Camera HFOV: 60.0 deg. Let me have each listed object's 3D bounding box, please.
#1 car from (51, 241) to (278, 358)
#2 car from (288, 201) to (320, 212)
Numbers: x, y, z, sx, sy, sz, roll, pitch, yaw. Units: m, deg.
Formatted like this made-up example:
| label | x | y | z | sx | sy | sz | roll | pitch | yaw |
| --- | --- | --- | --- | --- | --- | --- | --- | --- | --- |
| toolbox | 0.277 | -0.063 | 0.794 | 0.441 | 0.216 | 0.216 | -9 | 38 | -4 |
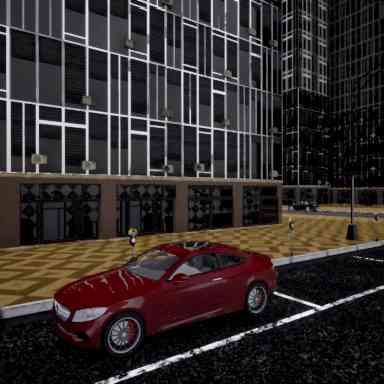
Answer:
| label | x | y | z | sx | sy | sz | roll | pitch | yaw |
| --- | --- | --- | --- | --- | --- | --- | --- | --- | --- |
| car | -0.237 | 1.582 | 5.932 | 4.206 | 1.307 | 1.802 | 0 | 0 | -36 |
| car | 15.143 | 1.899 | 45.275 | 2.008 | 1.369 | 4.403 | -1 | 0 | -36 |
